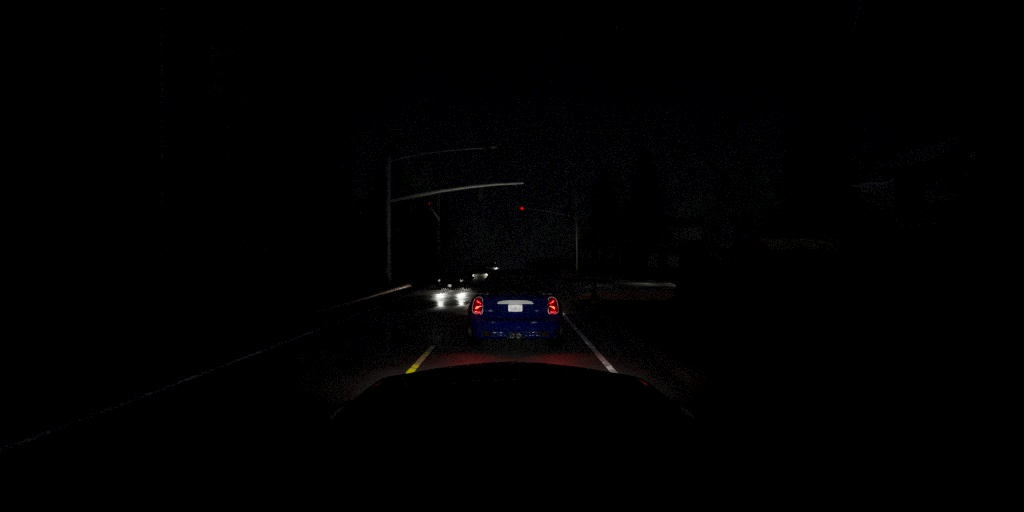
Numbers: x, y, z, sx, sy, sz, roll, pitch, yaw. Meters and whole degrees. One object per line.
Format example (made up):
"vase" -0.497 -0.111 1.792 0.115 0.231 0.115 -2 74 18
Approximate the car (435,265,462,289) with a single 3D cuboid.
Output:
"car" -3.589 1.313 23.357 2.033 1.411 5.357 1 0 0

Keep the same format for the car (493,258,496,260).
"car" -3.571 1.101 62.576 2.097 1.767 4.553 0 0 0

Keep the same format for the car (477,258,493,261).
"car" -3.599 1.228 42.727 1.882 1.535 5.008 0 0 0

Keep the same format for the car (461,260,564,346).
"car" 0.078 1.102 9.560 2.097 1.767 4.553 0 0 0

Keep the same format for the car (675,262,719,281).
"car" 14.864 1.259 27.095 4.553 1.767 2.097 0 0 5
